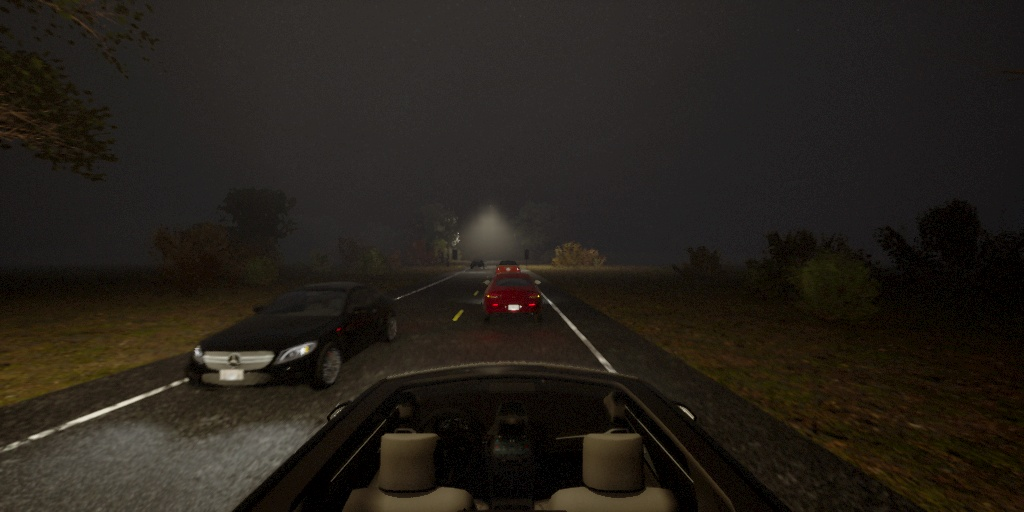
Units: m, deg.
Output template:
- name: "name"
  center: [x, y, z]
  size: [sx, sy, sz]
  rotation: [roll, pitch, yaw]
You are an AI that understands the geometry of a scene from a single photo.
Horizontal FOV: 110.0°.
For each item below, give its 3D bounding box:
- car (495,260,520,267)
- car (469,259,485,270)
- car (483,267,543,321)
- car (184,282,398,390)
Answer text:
- name: "car"
  center: [-0.364, 1.087, 30.895]
  size: [2.097, 1.767, 4.553]
  rotation: [0, 0, -2]
- name: "car"
  center: [-4.637, 1.071, 48.594]
  size: [1.994, 1.385, 4.181]
  rotation: [0, 0, -3]
- name: "car"
  center: [0.025, 1.273, 12.343]
  size: [1.812, 1.442, 4.674]
  rotation: [0, 0, -1]
- name: "car"
  center: [-3.629, 1.276, 6.953]
  size: [1.812, 1.442, 4.674]
  rotation: [0, 0, 0]
